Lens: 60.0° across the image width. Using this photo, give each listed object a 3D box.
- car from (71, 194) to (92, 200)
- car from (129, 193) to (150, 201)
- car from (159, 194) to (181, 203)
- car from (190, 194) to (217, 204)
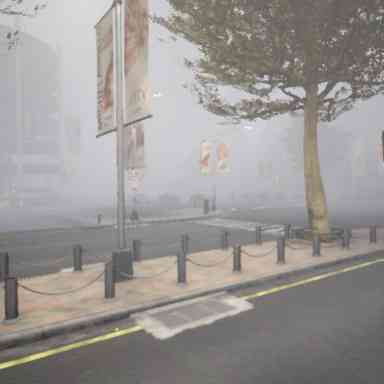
[{"bbox_3d":[-25.633,1.203,76.865,4.718,1.301,1.895,-1,1,12],"label":"car"},{"bbox_3d":[-10.144,1.014,64.225,4.902,1.511,2.128,0,1,44],"label":"car"},{"bbox_3d":[-3.799,0.992,56.289,1.882,1.535,5.008,-1,1,-35],"label":"car"},{"bbox_3d":[1.634,0.992,48.635,1.882,1.535,5.008,-1,1,-35],"label":"car"}]
